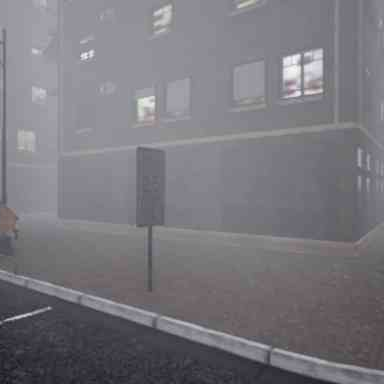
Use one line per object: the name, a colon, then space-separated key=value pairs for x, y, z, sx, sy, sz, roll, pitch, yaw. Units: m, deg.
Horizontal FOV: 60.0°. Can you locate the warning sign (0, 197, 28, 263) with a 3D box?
warning sign: x=-5.824 y=1.099 z=9.942 sx=1.060 sy=1.860 sz=1.300 roll=0 pitch=0 yaw=35
